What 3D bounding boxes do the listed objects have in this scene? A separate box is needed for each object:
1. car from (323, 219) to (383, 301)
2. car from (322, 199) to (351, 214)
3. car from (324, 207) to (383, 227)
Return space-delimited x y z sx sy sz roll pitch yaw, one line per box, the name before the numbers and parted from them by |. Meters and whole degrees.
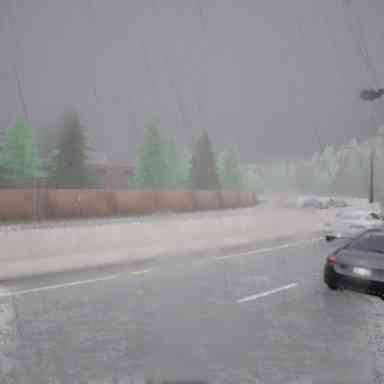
car | 4.939 1.569 7.989 4.181 1.385 1.994 0 0 -41
car | 16.102 1.527 36.890 2.128 1.511 4.902 0 0 33
car | 7.699 1.538 15.299 4.674 1.442 1.812 0 0 -44
